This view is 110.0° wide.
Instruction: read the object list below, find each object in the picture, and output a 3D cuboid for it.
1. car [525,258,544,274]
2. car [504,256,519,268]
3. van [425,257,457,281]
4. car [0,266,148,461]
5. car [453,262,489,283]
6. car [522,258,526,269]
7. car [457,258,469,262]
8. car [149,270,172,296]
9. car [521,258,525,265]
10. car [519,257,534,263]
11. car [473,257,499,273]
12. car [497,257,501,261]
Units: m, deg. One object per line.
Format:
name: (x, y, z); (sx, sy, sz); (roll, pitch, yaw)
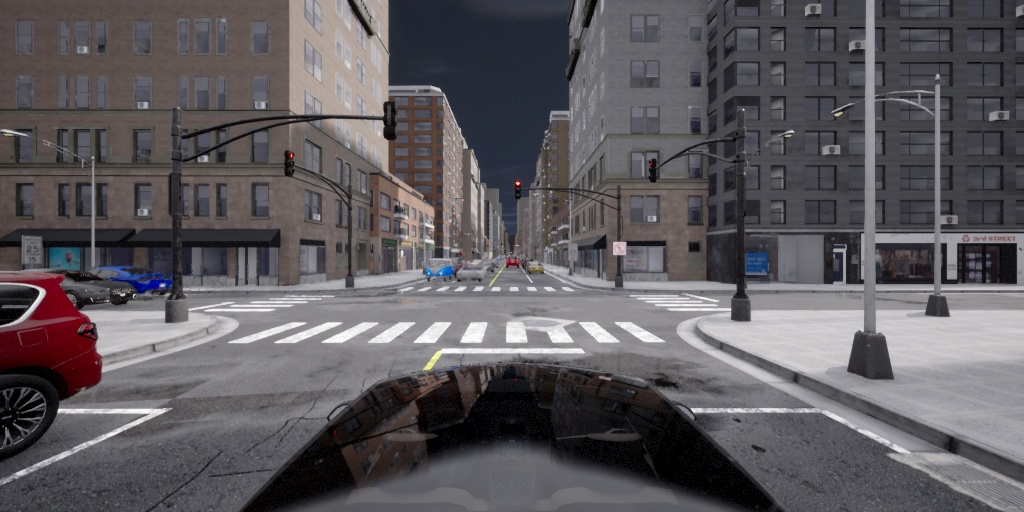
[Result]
car: (2.682, 1.272, 40.483); (1.751, 1.417, 4.829); (0, 0, 0)
car: (0.121, 0.964, 60.989); (2.150, 2.045, 5.566); (0, 0, 0)
van: (-5.848, 1.088, 29.101); (1.690, 1.789, 3.998); (0, 0, 0)
car: (-5.858, 1.065, 2.153); (2.192, 1.841, 5.009); (0, 0, 0)
car: (-3.105, 1.349, 28.134); (1.895, 1.301, 4.718); (0, 0, 1)
car: (2.685, 1.296, 45.908); (2.007, 1.370, 4.403); (0, 0, 0)
car: (-5.846, 1.062, 34.697); (2.192, 1.841, 5.009); (0, 0, 0)
car: (-19.028, 1.235, 16.992); (5.008, 1.535, 1.882); (0, 0, 0)
car: (2.687, 1.310, 51.502); (1.948, 1.339, 4.313); (0, 0, 0)
car: (2.689, 1.058, 57.096); (2.192, 1.841, 5.009); (0, 0, 0)
car: (-3.081, 1.237, 43.526); (2.128, 1.511, 4.902); (0, 0, 0)
car: (-3.048, 1.246, 55.713); (1.837, 1.490, 4.892); (0, 1, 0)
